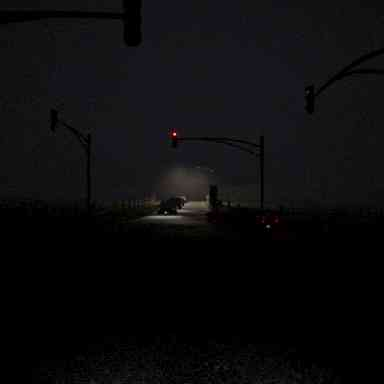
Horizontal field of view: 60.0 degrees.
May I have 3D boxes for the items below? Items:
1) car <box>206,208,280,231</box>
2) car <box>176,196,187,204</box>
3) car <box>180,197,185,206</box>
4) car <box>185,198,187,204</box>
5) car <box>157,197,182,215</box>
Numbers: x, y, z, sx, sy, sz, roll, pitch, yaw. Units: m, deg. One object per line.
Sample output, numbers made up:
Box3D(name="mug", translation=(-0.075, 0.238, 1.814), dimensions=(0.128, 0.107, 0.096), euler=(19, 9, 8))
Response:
Box3D(name="car", translation=(3.083, 1.655, 21.244), dimensions=(1.895, 1.301, 4.718), euler=(1, 1, -41))
Box3D(name="car", translation=(-1.985, 1.581, 65.320), dimensions=(1.994, 1.385, 4.181), euler=(0, 0, 2))
Box3D(name="car", translation=(-2.326, 1.514, 44.263), dimensions=(1.837, 1.490, 4.892), euler=(0, 0, 1))
Box3D(name="car", translation=(-2.190, 1.561, 54.704), dimensions=(2.033, 1.411, 5.357), euler=(0, 0, 1))
Box3D(name="car", translation=(-2.465, 1.553, 34.216), dimensions=(2.033, 1.411, 5.357), euler=(0, 0, 0))
